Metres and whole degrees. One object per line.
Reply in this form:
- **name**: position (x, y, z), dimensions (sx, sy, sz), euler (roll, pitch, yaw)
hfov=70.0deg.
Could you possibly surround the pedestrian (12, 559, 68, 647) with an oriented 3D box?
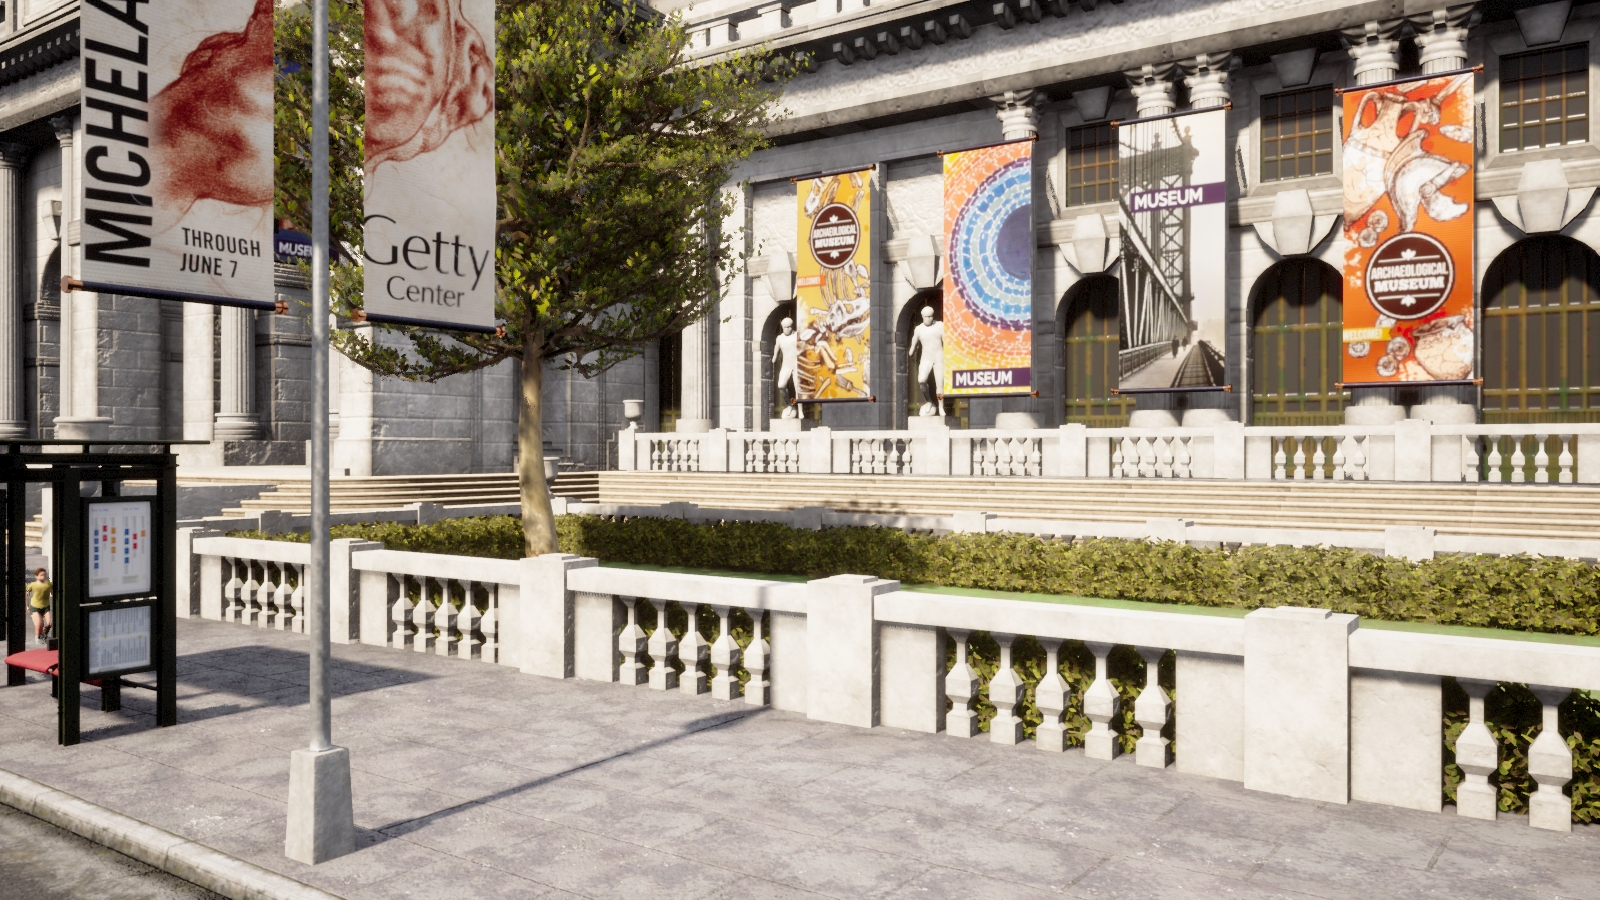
- **pedestrian**: position (-10.318, 2.069, 15.516), dimensions (0.500, 1.100, 0.500), euler (0, 0, 39)
